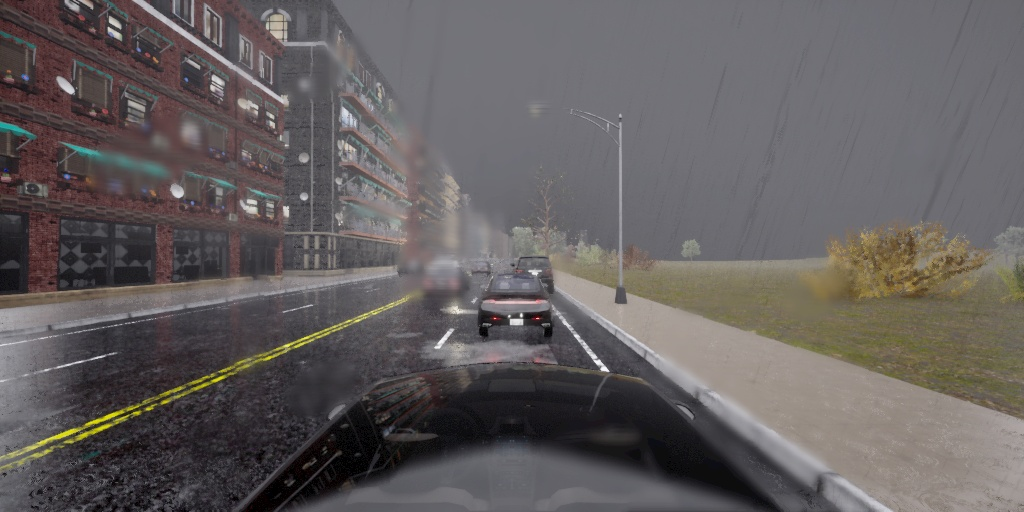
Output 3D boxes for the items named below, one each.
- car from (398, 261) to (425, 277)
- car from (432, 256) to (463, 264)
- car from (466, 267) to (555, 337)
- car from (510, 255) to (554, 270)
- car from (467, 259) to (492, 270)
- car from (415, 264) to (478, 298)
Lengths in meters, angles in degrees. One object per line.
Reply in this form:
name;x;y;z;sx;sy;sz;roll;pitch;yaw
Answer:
car;-9.874;1.229;35.771;1.882;1.535;5.008;0;0;0
car;-6.624;0.973;36.080;2.150;2.045;5.566;0;0;0
car;0.094;1.243;10.329;2.128;1.511;4.902;0;0;0
car;1.125;0.977;20.199;2.150;2.045;5.566;0;0;0
car;-3.175;1.299;38.333;2.033;1.411;5.357;0;0;0
car;-3.161;1.299;18.471;2.033;1.411;5.357;0;0;0
